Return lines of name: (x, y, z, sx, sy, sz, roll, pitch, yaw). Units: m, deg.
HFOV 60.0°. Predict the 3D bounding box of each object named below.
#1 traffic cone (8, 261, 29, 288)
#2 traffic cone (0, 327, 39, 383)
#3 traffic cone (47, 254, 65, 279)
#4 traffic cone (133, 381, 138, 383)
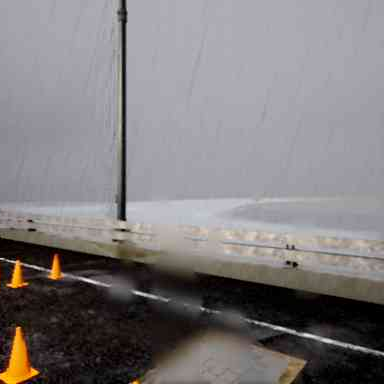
traffic cone: (-4.194, 1.954, 8.037, 0.340, 0.580, 0.340, 0, 0, 36)
traffic cone: (-2.118, 1.956, 4.076, 0.340, 0.580, 0.340, 0, 0, 36)
traffic cone: (-3.610, 1.957, 8.848, 0.340, 0.580, 0.340, 0, 0, 36)
traffic cone: (-0.496, 1.959, 2.907, 0.340, 0.580, 0.340, 0, 0, 36)
